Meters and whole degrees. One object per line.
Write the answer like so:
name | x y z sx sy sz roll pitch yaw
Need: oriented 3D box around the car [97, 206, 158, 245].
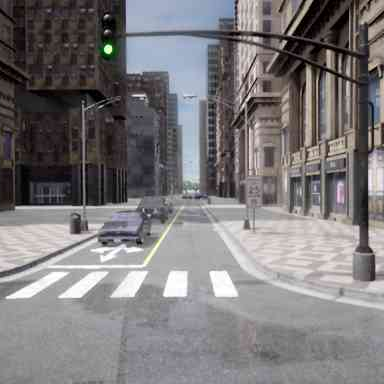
car | -3.106 1.640 16.444 2.033 1.411 5.357 0 0 0

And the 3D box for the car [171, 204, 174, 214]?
car | -3.083 1.678 36.994 1.812 1.442 4.674 0 0 0

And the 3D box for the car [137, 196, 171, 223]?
car | -3.102 1.344 26.663 2.150 2.045 5.566 0 0 -1
